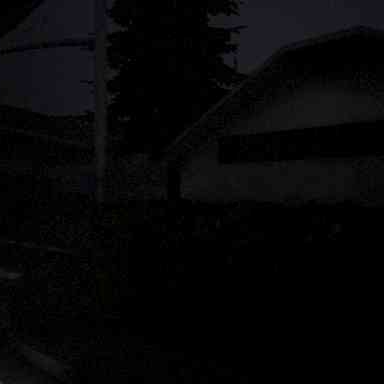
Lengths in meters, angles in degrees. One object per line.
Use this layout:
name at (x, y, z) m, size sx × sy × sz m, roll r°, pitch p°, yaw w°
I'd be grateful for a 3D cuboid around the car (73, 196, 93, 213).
car at (-10.903, 1.327, 35.484) m, size 3.866 × 1.878 × 1.905 m, roll 0°, pitch 0°, yaw 35°

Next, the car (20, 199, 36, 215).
car at (-17.709, 1.496, 33.351) m, size 4.611 × 1.667 × 2.242 m, roll 0°, pitch 0°, yaw 35°
